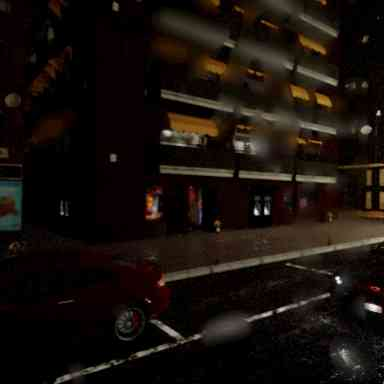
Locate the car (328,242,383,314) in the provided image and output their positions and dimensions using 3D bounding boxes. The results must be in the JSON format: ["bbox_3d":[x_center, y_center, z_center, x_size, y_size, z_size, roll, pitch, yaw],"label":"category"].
[{"bbox_3d":[5.167,1.522,7.065,5.357,1.411,2.033,0,0,-36],"label":"car"}]

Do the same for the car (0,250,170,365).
[{"bbox_3d":[-2.309,1.580,4.854,4.206,1.307,1.802,0,1,-35],"label":"car"}]
